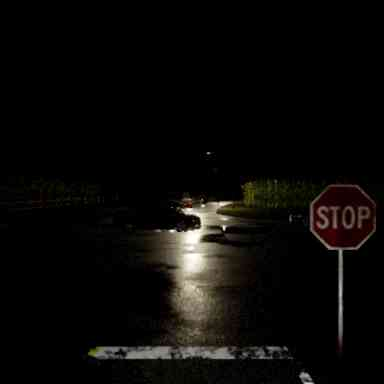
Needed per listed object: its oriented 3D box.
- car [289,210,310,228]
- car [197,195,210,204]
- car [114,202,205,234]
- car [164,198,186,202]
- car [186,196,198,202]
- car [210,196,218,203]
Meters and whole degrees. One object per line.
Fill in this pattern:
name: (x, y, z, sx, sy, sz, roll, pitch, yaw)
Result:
car: (8.930, 1.555, 21.777, 4.902, 1.511, 2.128, 0, 0, 5)
car: (1.415, 1.373, 59.731, 2.097, 1.767, 4.553, 0, 0, 12)
car: (-1.911, 1.491, 18.848, 4.892, 1.490, 1.837, 0, 0, 4)
car: (-2.293, 1.602, 35.246, 1.895, 1.301, 4.718, 0, 0, 9)
car: (-0.710, 1.570, 47.492, 1.994, 1.385, 4.181, 0, 0, 9)
car: (4.279, 1.524, 71.775, 1.812, 1.442, 4.674, 0, 0, 15)
